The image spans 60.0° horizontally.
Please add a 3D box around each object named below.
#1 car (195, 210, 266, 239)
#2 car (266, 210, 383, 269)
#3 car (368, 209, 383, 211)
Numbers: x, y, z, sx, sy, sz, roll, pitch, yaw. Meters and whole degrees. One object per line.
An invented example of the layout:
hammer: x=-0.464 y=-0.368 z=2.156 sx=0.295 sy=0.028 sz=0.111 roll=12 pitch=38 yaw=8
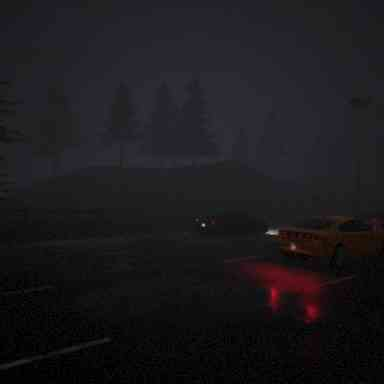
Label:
car: x=2.216 y=1.684 z=18.220 sx=4.181 sy=1.385 sz=1.994 roll=1 pitch=0 yaw=-35
car: x=5.140 y=1.584 z=11.707 sx=5.008 sy=1.535 sz=1.882 roll=1 pitch=-1 yaw=-35
car: x=11.590 y=1.773 z=20.602 sx=4.181 sy=1.385 sz=1.994 roll=1 pitch=0 yaw=-35
